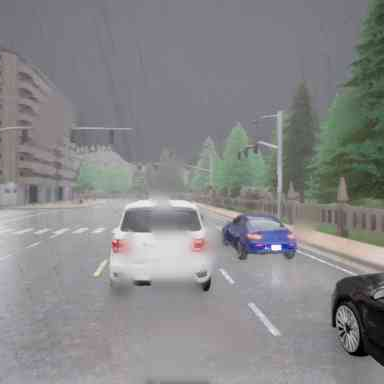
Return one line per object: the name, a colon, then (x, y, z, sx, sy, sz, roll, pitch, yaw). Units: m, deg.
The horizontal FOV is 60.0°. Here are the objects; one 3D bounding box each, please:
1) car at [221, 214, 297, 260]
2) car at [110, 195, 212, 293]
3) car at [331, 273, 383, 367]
car: (2.333, 1.526, 12.404, 1.812, 1.442, 4.674, 0, 0, -6)
car: (-0.809, 1.221, 9.042, 2.150, 2.045, 5.566, 0, 0, -5)
car: (3.117, 1.492, 3.177, 2.128, 1.511, 4.902, 0, 0, -3)
